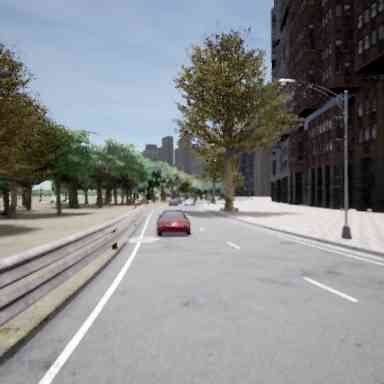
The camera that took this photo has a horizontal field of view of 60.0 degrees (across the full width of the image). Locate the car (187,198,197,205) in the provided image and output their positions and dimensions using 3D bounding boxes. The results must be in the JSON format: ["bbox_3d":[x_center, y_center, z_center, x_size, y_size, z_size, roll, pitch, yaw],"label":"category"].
[{"bbox_3d":[0.025,2.369,84.641,2.128,1.511,4.902,0,-1,5],"label":"car"}]

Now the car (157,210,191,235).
[{"bbox_3d":[-1.186,1.803,20.774,1.994,1.385,4.181,0,-1,-6],"label":"car"}]

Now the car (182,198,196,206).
[{"bbox_3d":[-0.569,2.360,74.527,1.812,1.442,4.674,0,-1,3],"label":"car"}]

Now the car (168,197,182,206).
[{"bbox_3d":[-4.104,2.356,73.749,2.033,1.411,5.357,0,-1,3],"label":"car"}]

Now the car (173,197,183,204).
[{"bbox_3d":[-3.535,2.147,84.029,2.097,1.767,4.553,0,-1,5],"label":"car"}]
